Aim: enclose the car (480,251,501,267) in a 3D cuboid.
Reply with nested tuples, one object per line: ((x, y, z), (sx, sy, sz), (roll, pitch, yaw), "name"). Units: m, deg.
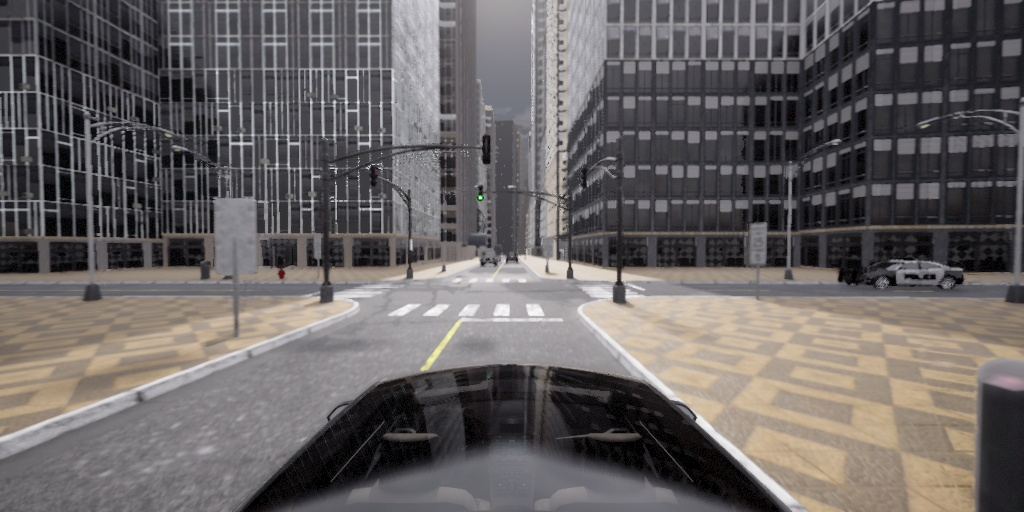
((-3.058, 0.374, 48.260), (2.150, 2.045, 5.566), (0, 1, 0), "car")

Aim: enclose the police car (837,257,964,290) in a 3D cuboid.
((20.459, 0.891, 19.056), (5.238, 1.638, 1.930), (0, 1, 5), "police car")

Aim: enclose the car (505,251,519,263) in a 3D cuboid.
((0.014, 0.206, 62.003), (2.150, 2.045, 5.566), (0, 1, 0), "car")
